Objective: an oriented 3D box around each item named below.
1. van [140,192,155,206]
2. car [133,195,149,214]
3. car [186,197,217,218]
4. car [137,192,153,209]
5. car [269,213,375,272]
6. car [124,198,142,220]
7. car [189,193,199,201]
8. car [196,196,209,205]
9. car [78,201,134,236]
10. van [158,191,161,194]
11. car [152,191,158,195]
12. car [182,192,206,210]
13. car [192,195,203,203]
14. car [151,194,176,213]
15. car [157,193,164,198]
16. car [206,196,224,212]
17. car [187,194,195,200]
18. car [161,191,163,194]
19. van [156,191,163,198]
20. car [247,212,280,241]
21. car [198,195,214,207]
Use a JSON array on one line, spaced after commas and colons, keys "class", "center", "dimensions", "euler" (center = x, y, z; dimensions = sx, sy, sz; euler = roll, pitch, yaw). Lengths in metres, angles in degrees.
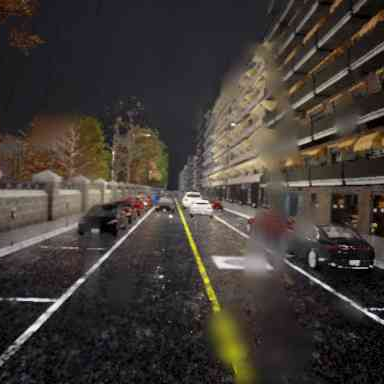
[{"class": "van", "center": [-5.945, 0.891, 44.636], "dimensions": [1.690, 1.788, 3.998], "euler": [3, 0, -3]}, {"class": "car", "center": [-4.952, 1.191, 27.777], "dimensions": [1.887, 1.381, 4.507], "euler": [3, 0, -3]}, {"class": "car", "center": [0.751, 1.441, 28.957], "dimensions": [1.812, 1.442, 4.674], "euler": [3, 0, -3]}, {"class": "car", "center": [-5.281, 1.053, 33.395], "dimensions": [1.967, 1.590, 4.097], "euler": [3, 0, -3]}, {"class": "car", "center": [4.405, 1.713, 11.416], "dimensions": [2.008, 1.369, 4.403], "euler": [3, 0, -3]}, {"class": "car", "center": [-4.620, 1.266, 22.159], "dimensions": [1.802, 1.307, 4.206], "euler": [3, 0, -3]}, {"class": "car", "center": [0.400, 1.205, 78.857], "dimensions": [1.967, 1.590, 4.097], "euler": [3, 0, -3]}, {"class": "car", "center": [1.730, 1.467, 56.377], "dimensions": [1.802, 1.307, 4.206], "euler": [3, 0, -3]}, {"class": "car", "center": [-4.285, 1.289, 16.538], "dimensions": [1.947, 1.339, 4.313], "euler": [3, 0, -3]}, {"class": "van", "center": [-6.614, 0.828, 55.877], "dimensions": [1.690, 1.788, 3.998], "euler": [3, 0, -3]}, {"class": "car", "center": [-5.610, 0.897, 39.015], "dimensions": [2.192, 1.841, 5.009], "euler": [3, 0, -3]}, {"class": "car", "center": [0.010, 1.071, 40.610], "dimensions": [2.150, 2.045, 5.566], "euler": [3, 1, -3]}, {"class": "car", "center": [1.062, 1.389, 67.618], "dimensions": [1.947, 1.339, 4.313], "euler": [3, 0, -3]}, {"class": "car", "center": [-2.619, 1.289, 33.286], "dimensions": [2.033, 1.411, 5.357], "euler": [3, 0, -3]}, {"class": "car", "center": [-8.967, 0.868, 95.219], "dimensions": [1.802, 1.307, 4.206], "euler": [3, 0, -3]}, {"class": "car", "center": [2.733, 1.562, 39.515], "dimensions": [1.802, 1.307, 4.206], "euler": [3, 0, -3]}, {"class": "car", "center": [-0.283, 1.235, 90.268], "dimensions": [1.752, 1.417, 4.829], "euler": [3, 0, -3]}, {"class": "car", "center": [-7.294, 0.991, 67.118], "dimensions": [1.947, 1.339, 4.313], "euler": [3, 0, -3]}, {"class": "van", "center": [-8.620, 0.654, 89.598], "dimensions": [1.690, 1.788, 3.998], "euler": [3, 0, -3]}, {"class": "car", "center": [4.072, 1.667, 17.037], "dimensions": [1.887, 1.381, 4.507], "euler": [3, 0, -3]}, {"class": "car", "center": [2.071, 1.357, 50.756], "dimensions": [1.967, 1.590, 4.097], "euler": [3, 0, -3]}]
